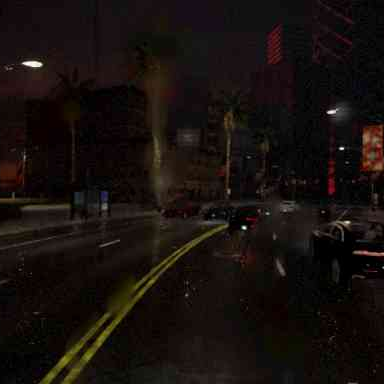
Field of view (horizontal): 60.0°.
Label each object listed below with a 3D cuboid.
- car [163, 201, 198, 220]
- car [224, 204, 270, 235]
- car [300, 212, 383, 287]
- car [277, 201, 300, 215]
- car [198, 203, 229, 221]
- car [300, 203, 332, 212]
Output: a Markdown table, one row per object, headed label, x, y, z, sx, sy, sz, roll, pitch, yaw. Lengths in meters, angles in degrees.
| label | x | y | z | sx | sy | sz | roll | pitch | yaw |
| --- | --- | --- | --- | --- | --- | --- | --- | --- | --- |
| car | -0.731 | 1.526 | 29.004 | 1.882 | 1.535 | 5.008 | 0 | 0 | 23 |
| car | 3.353 | 1.567 | 19.216 | 1.837 | 1.490 | 4.892 | 0 | 0 | 17 |
| car | 4.616 | 1.546 | 9.353 | 2.128 | 1.511 | 4.902 | 0 | 0 | 9 |
| car | 10.435 | 1.671 | 35.706 | 1.812 | 1.442 | 4.674 | 0 | 0 | 26 |
| car | 2.441 | 1.634 | 27.539 | 1.994 | 1.385 | 4.181 | 0 | 0 | 23 |
| car | 11.262 | 1.688 | 29.629 | 2.033 | 1.411 | 5.357 | 0 | 0 | 26 |
